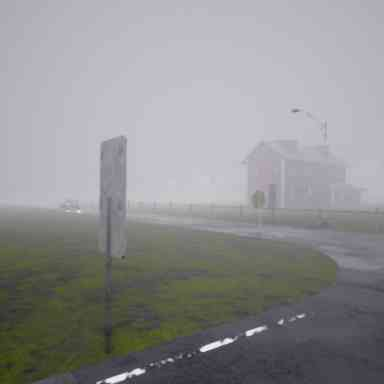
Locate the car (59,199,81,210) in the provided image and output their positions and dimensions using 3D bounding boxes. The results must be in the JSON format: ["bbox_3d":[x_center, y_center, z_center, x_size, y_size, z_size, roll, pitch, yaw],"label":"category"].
[{"bbox_3d":[-18.409,1.787,50.169,2.097,1.767,4.553,1,-1,-36],"label":"car"}]
